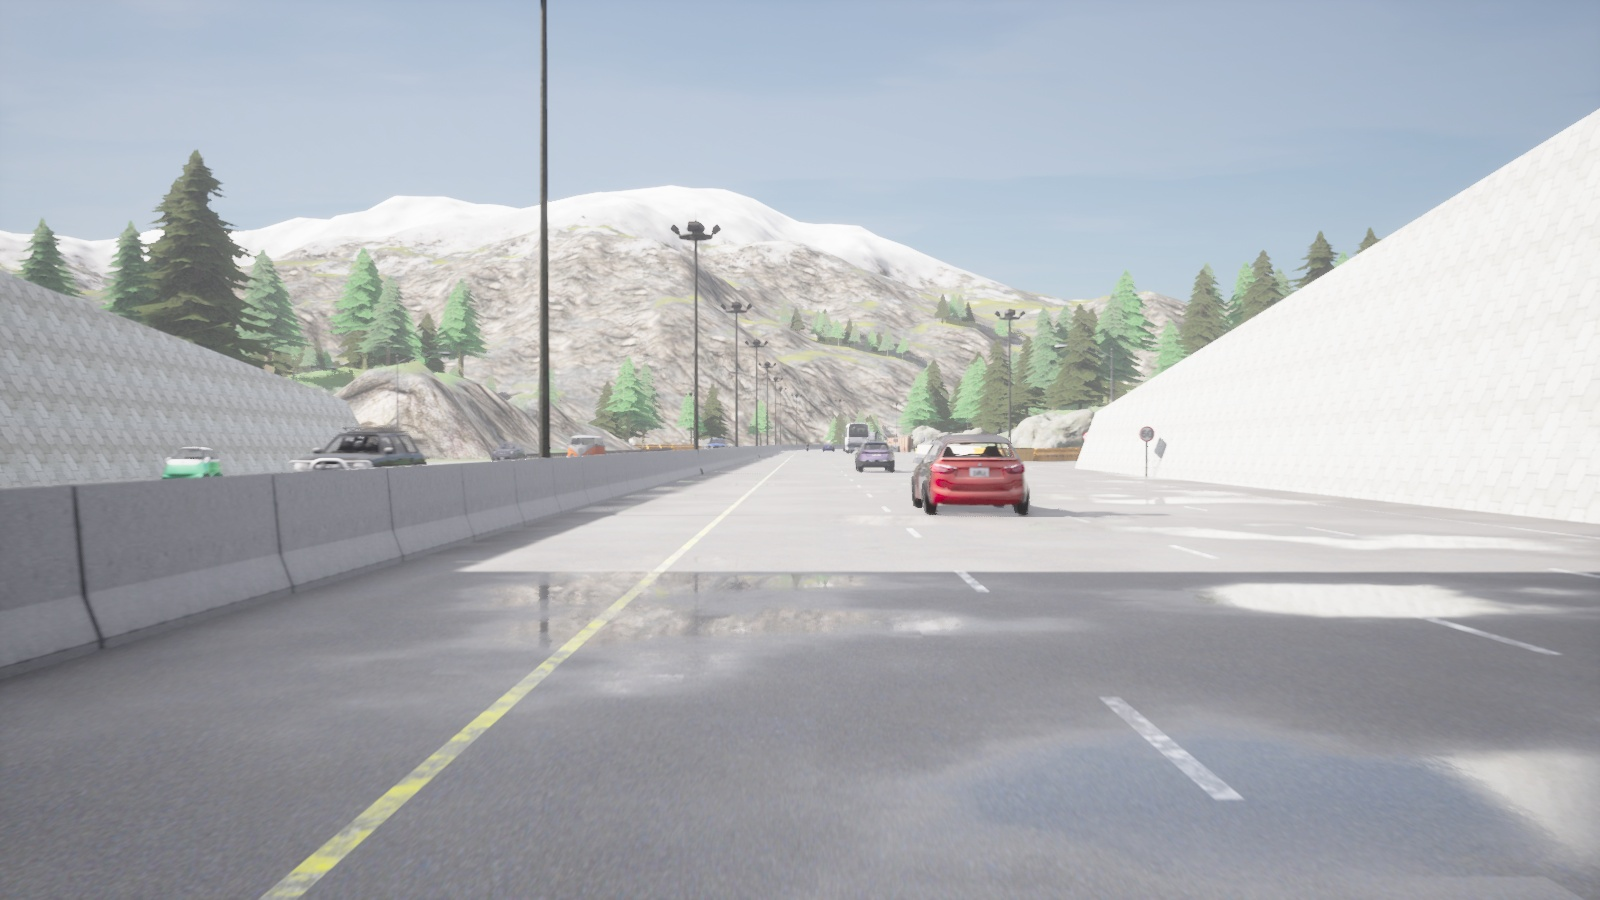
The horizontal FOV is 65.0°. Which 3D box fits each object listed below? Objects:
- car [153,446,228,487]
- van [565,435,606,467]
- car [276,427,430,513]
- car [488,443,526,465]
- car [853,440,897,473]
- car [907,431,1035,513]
[{"bbox_3d":[-20.736,0.543,42.774,1.481,1.376,2.207,0,0,0],"label":"car"},{"bbox_3d":[-13.524,0.041,79.429,1.775,1.987,4.442,0,0,0],"label":"van"},{"bbox_3d":[-10.314,0.387,29.358,1.932,1.855,4.605,0,1,0],"label":"car"},{"bbox_3d":[-20.475,0.249,87.847,1.845,1.501,3.633,0,0,0],"label":"car"},{"bbox_3d":[3.900,0.308,66.184,2.033,1.649,4.856,0,1,0],"label":"car"},{"bbox_3d":[3.677,0.436,27.868,2.242,1.667,4.611,0,0,0],"label":"car"}]
